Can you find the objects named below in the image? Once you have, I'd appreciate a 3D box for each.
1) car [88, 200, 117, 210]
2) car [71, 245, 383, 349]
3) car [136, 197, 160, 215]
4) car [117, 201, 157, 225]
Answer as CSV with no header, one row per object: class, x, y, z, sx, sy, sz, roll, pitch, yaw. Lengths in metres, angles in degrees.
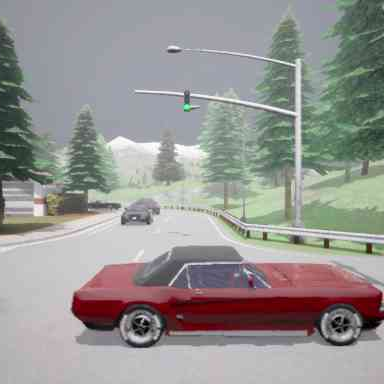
car,-11.244,1.608,41.717,4.718,1.301,1.895,0,0,14
car,0.607,1.623,5.669,4.718,1.301,1.895,0,0,-1
car,-4.697,1.352,33.955,2.097,1.767,4.553,0,0,-19
car,-3.898,1.564,24.162,1.994,1.385,4.181,0,0,-2
